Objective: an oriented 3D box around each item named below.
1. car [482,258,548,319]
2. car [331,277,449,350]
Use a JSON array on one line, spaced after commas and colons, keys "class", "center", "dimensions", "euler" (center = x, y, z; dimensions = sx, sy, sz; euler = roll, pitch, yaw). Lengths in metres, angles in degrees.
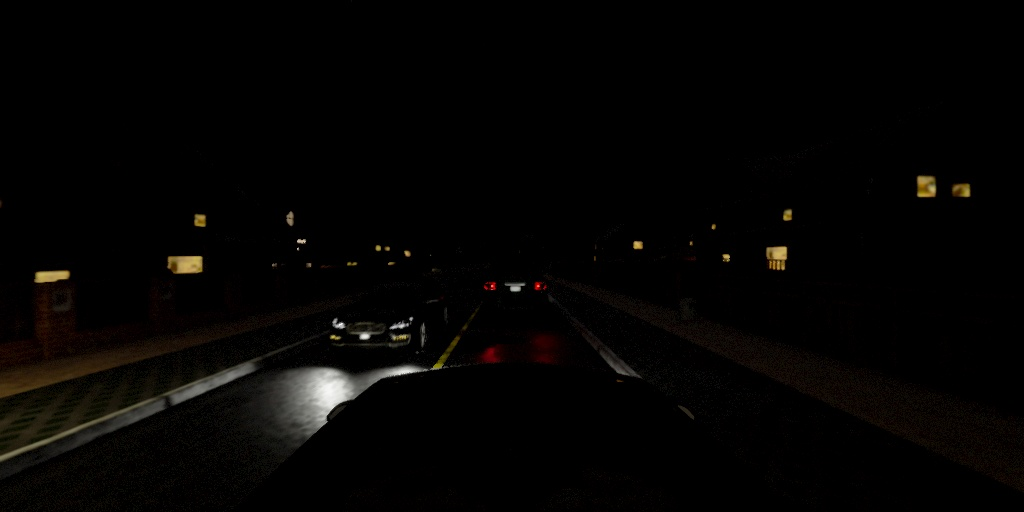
[{"class": "car", "center": [0.091, 1.114, 13.644], "dimensions": [2.150, 2.045, 5.566], "euler": [0, 0, 0]}, {"class": "car", "center": [-2.868, 1.344, 9.401], "dimensions": [1.837, 1.490, 4.892], "euler": [0, -1, 0]}]
